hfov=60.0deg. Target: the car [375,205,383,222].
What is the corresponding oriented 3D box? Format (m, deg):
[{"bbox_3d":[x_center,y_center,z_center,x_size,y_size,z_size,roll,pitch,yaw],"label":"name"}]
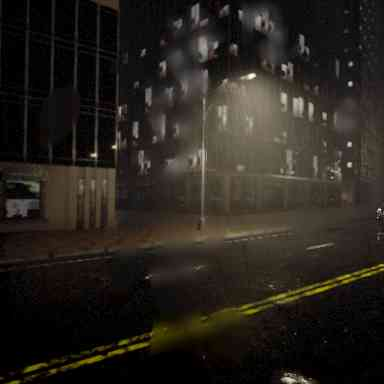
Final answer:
[{"bbox_3d":[15.533,1.362,24.941,4.553,1.767,2.097,0,0,-43],"label":"car"}]
